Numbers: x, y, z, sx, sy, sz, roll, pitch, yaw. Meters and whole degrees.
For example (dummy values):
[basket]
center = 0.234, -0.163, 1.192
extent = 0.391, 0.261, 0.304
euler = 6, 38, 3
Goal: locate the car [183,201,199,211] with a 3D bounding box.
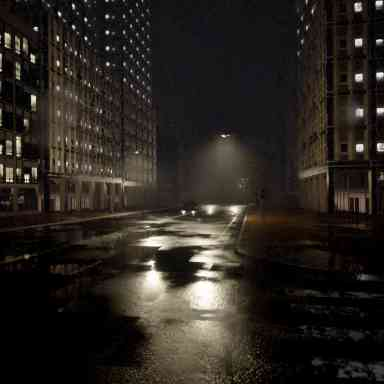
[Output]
[car]
center = -0.136, 2.204, 54.493
extent = 1.882, 1.535, 5.008
euler = -1, -1, 10
